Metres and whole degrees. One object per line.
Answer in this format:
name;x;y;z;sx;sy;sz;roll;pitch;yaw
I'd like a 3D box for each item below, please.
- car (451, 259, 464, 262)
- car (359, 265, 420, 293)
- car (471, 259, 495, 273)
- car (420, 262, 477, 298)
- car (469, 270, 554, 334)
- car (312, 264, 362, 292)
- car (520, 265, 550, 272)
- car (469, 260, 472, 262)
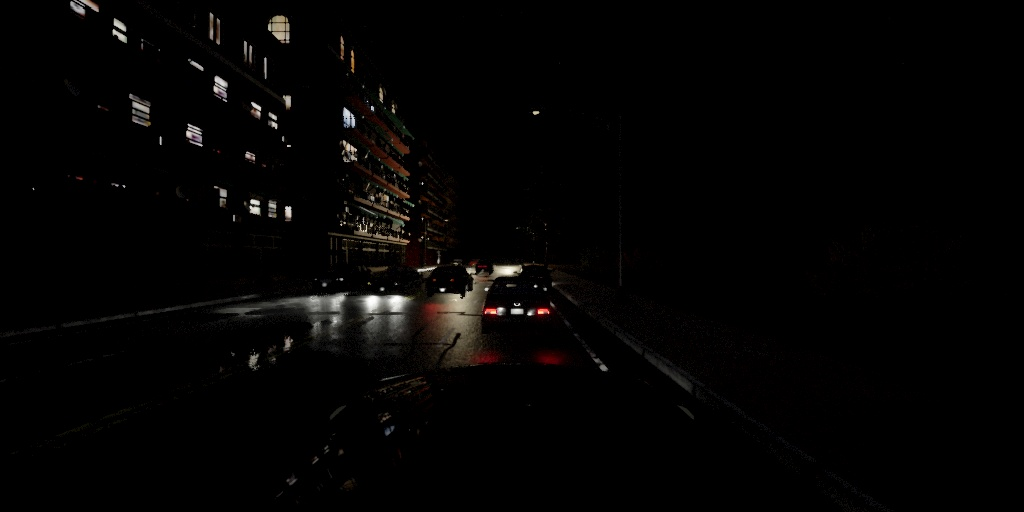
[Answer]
car;-9.695;1.241;63.987;2.128;1.511;4.902;0;0;1
car;-6.566;1.299;20.805;2.033;1.411;5.357;0;0;0
car;-3.082;1.258;40.200;1.837;1.490;4.892;0;0;0
car;-3.123;1.257;18.568;1.837;1.490;4.892;0;0;0
car;0.116;1.299;10.608;2.033;1.411;5.357;0;0;0
car;-9.817;1.244;21.230;2.128;1.511;4.902;0;0;0
car;1.169;1.257;20.296;1.837;1.490;4.892;0;0;0
car;-6.452;1.275;63.259;1.812;1.442;4.674;0;0;1
